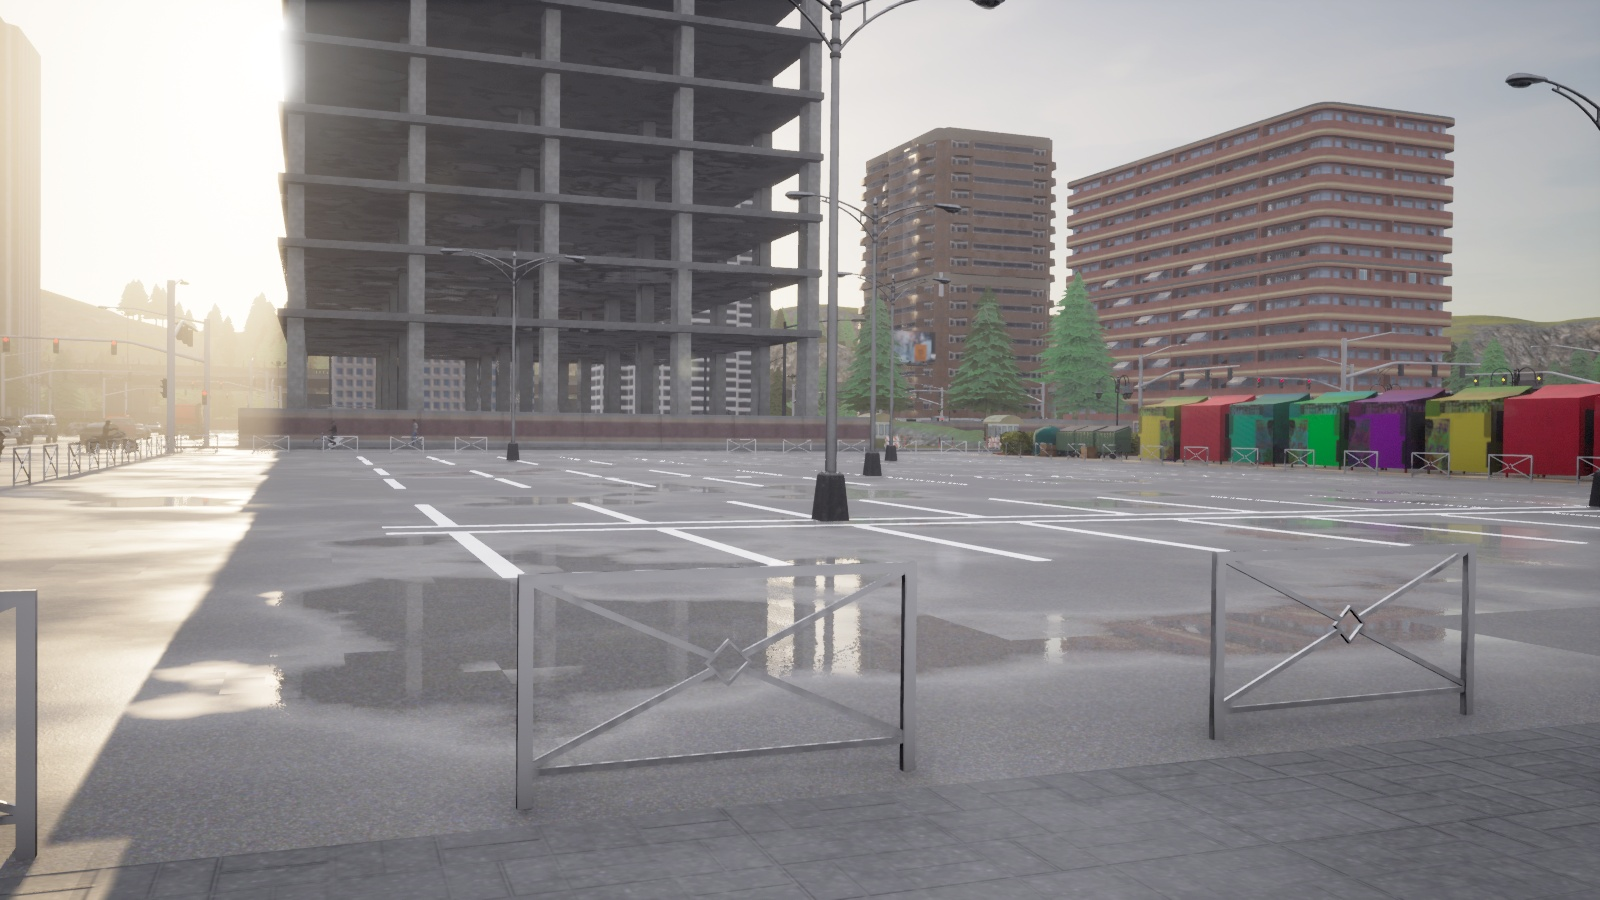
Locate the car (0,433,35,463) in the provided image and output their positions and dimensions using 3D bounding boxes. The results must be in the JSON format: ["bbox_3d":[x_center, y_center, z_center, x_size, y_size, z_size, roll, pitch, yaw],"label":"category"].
[{"bbox_3d":[-51.124,-0.155,81.270,1.932,1.855,4.605,-1,1,-21],"label":"car"}]

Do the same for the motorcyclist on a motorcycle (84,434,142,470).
[{"bbox_3d":[-32.869,0.092,60.121,2.350,1.649,0.766,-1,1,-22],"label":"motorcyclist on a motorcycle"}]

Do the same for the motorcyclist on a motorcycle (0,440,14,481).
[{"bbox_3d":[-30.371,0.392,47.284,0.866,1.530,2.191,-1,1,-21],"label":"motorcyclist on a motorcycle"}]
